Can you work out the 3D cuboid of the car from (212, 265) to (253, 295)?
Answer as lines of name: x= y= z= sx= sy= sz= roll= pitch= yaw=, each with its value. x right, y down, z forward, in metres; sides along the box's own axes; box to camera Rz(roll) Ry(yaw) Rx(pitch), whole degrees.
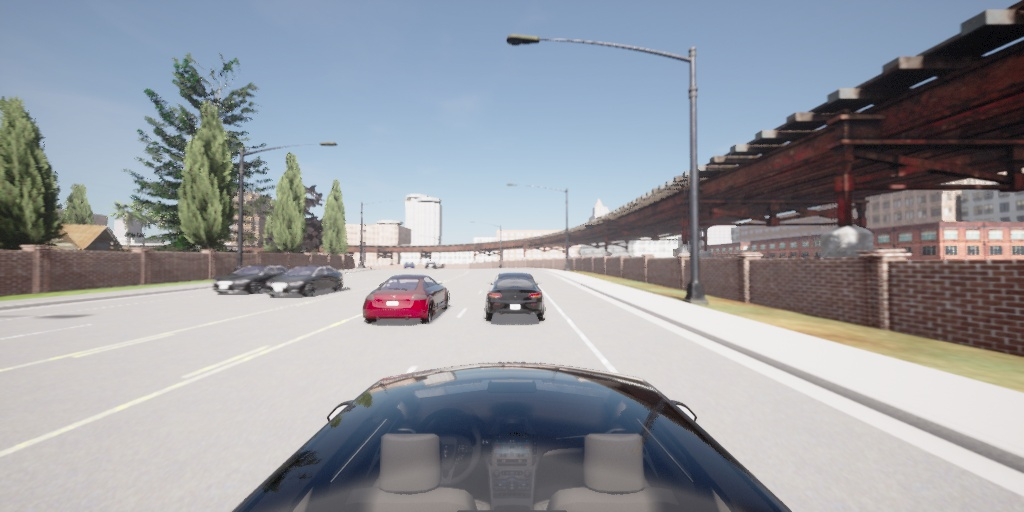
car: x=-14.100 y=1.249 z=19.997 sx=2.128 sy=1.511 sz=4.902 roll=0 pitch=0 yaw=0

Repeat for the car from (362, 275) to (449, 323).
car: x=-3.399 y=1.319 z=12.199 sx=1.994 sy=1.385 sz=4.181 roll=0 pitch=0 yaw=0

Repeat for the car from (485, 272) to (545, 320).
car: x=0.087 y=1.280 z=12.490 sx=1.812 sy=1.442 sz=4.674 roll=0 pitch=0 yaw=0

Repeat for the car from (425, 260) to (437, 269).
car: x=-13.460 y=1.470 z=59.535 sx=2.128 sy=1.511 sz=4.902 roll=0 pitch=-2 yaw=-13

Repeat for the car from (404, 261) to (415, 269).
car: x=-17.443 y=1.582 z=61.266 sx=2.033 sy=1.411 sz=5.357 roll=0 pitch=-2 yaw=-14

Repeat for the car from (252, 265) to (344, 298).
car: x=-10.600 y=1.249 z=18.715 sx=2.128 sy=1.511 sz=4.902 roll=0 pitch=0 yaw=0
